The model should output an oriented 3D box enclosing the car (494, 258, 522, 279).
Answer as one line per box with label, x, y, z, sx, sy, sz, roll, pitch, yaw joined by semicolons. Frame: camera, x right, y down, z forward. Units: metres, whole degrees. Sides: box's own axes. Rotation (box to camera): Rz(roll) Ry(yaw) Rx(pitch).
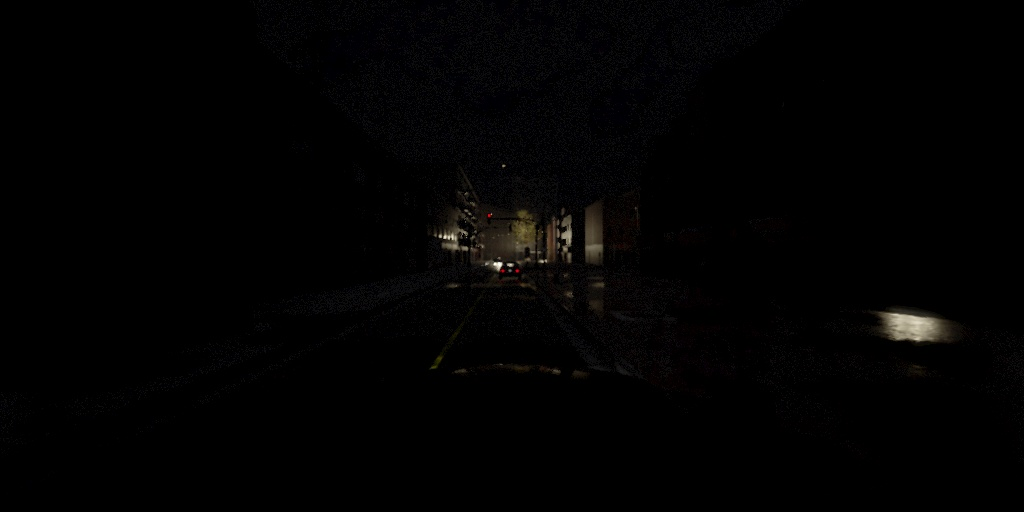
car;-0.152;1.167;30.177;2.033;1.411;5.357;0;0;0
